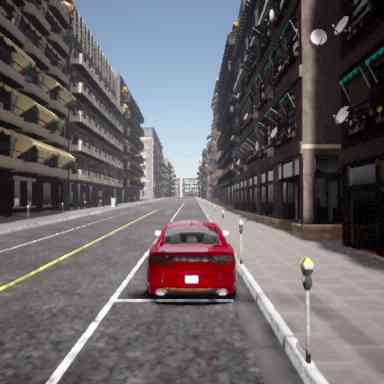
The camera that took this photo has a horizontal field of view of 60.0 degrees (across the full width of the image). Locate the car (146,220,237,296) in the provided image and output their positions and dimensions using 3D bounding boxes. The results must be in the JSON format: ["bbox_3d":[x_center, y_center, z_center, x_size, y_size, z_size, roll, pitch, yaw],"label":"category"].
[{"bbox_3d":[-0.006,1.473,8.653,1.882,1.535,5.008,0,0,0],"label":"car"}]
